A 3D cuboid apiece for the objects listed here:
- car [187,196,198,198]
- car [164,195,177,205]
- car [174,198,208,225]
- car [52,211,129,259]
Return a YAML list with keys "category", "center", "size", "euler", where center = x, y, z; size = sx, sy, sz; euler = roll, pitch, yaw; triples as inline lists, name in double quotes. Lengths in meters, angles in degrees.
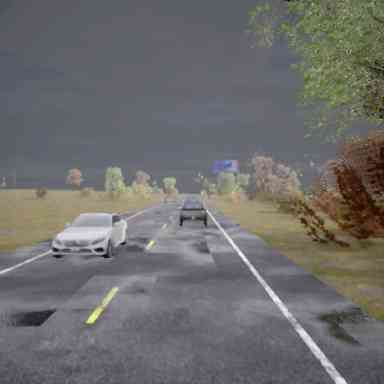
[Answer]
- category: "car"
  center: [0.087, 1.248, 41.715]
  size: [2.097, 1.767, 4.553]
  euler: [0, 0, 0]
- category: "car"
  center: [-3.517, 1.200, 54.261]
  size: [2.128, 1.511, 4.902]
  euler: [0, 0, 0]
- category: "car"
  center: [0.092, 1.431, 23.411]
  size: [2.128, 1.511, 4.902]
  euler: [0, 0, 0]
- category: "car"
  center: [-3.603, 1.493, 12.593]
  size: [1.812, 1.442, 4.674]
  euler: [0, 0, 0]
